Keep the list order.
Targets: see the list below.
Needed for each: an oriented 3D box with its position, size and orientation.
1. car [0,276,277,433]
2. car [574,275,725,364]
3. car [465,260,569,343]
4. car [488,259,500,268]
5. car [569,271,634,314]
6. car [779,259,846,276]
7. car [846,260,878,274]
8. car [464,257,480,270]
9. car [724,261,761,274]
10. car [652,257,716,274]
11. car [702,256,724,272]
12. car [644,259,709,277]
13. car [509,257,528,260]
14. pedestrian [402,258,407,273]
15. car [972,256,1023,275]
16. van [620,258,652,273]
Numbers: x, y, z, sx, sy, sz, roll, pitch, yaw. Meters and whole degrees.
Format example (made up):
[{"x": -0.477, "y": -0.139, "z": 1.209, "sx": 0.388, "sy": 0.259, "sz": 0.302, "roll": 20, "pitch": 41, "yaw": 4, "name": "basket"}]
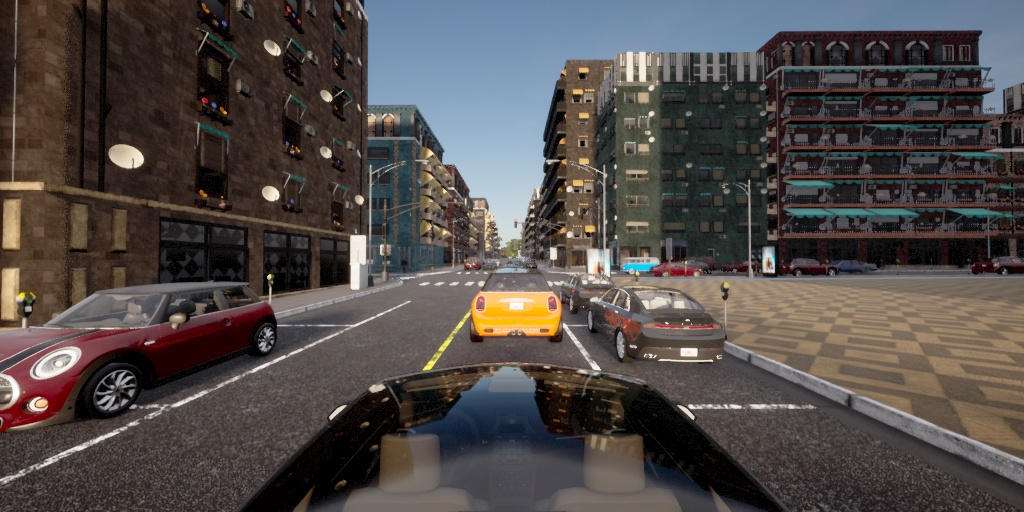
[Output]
[{"x": -5.819, "y": 1.191, "z": 5.671, "sx": 1.967, "sy": 1.591, "sz": 4.097, "roll": 0, "pitch": 0, "yaw": 0, "name": "car"}, {"x": 2.821, "y": 1.302, "z": 7.906, "sx": 2.007, "sy": 1.370, "sz": 4.403, "roll": 0, "pitch": 0, "yaw": 0, "name": "car"}, {"x": 0.098, "y": 1.104, "z": 9.886, "sx": 2.097, "sy": 1.767, "sz": 4.553, "roll": 0, "pitch": 0, "yaw": 0, "name": "car"}, {"x": -3.076, "y": 1.298, "z": 60.957, "sx": 1.812, "sy": 1.442, "sz": 4.674, "roll": 0, "pitch": 0, "yaw": 0, "name": "car"}, {"x": 2.821, "y": 1.304, "z": 13.476, "sx": 2.007, "sy": 1.370, "sz": 4.403, "roll": 0, "pitch": 0, "yaw": 0, "name": "car"}, {"x": 24.765, "y": 0.935, "z": 30.022, "sx": 4.097, "sy": 1.591, "sz": 1.967, "roll": 0, "pitch": 0, "yaw": 0, "name": "car"}, {"x": 33.045, "y": 1.066, "z": 35.760, "sx": 5.357, "sy": 1.411, "sz": 2.033, "roll": -1, "pitch": -1, "yaw": 0, "name": "car"}, {"x": -5.686, "y": 1.083, "z": 51.710, "sx": 2.192, "sy": 1.841, "sz": 5.009, "roll": 0, "pitch": 0, "yaw": 0, "name": "car"}, {"x": 24.828, "y": 1.165, "z": 38.402, "sx": 4.507, "sy": 1.381, "sz": 1.888, "roll": 0, "pitch": 0, "yaw": 0, "name": "car"}, {"x": 17.074, "y": 1.132, "z": 35.880, "sx": 4.902, "sy": 1.511, "sz": 2.128, "roll": 0, "pitch": -1, "yaw": 0, "name": "car"}, {"x": 19.300, "y": 0.977, "z": 38.442, "sx": 5.009, "sy": 1.841, "sz": 2.192, "roll": 0, "pitch": 0, "yaw": 0, "name": "car"}, {"x": 13.710, "y": 1.162, "z": 30.102, "sx": 4.207, "sy": 1.307, "sz": 1.802, "roll": 0, "pitch": 0, "yaw": 0, "name": "car"}, {"x": 0.312, "y": 1.294, "z": 43.594, "sx": 1.837, "sy": 1.490, "sz": 4.892, "roll": -3, "pitch": 2, "yaw": -13, "name": "car"}, {"x": -12.526, "y": 1.097, "z": 41.635, "sx": 0.375, "sy": 1.860, "sz": 0.375, "roll": 0, "pitch": 0, "yaw": 0, "name": "pedestrian"}, {"x": 41.346, "y": 0.811, "z": 29.902, "sx": 4.097, "sy": 1.591, "sz": 1.967, "roll": 0, "pitch": 0, "yaw": 0, "name": "car"}, {"x": 13.773, "y": 1.046, "z": 38.482, "sx": 3.998, "sy": 1.789, "sz": 1.690, "roll": 0, "pitch": 0, "yaw": 0, "name": "van"}]
